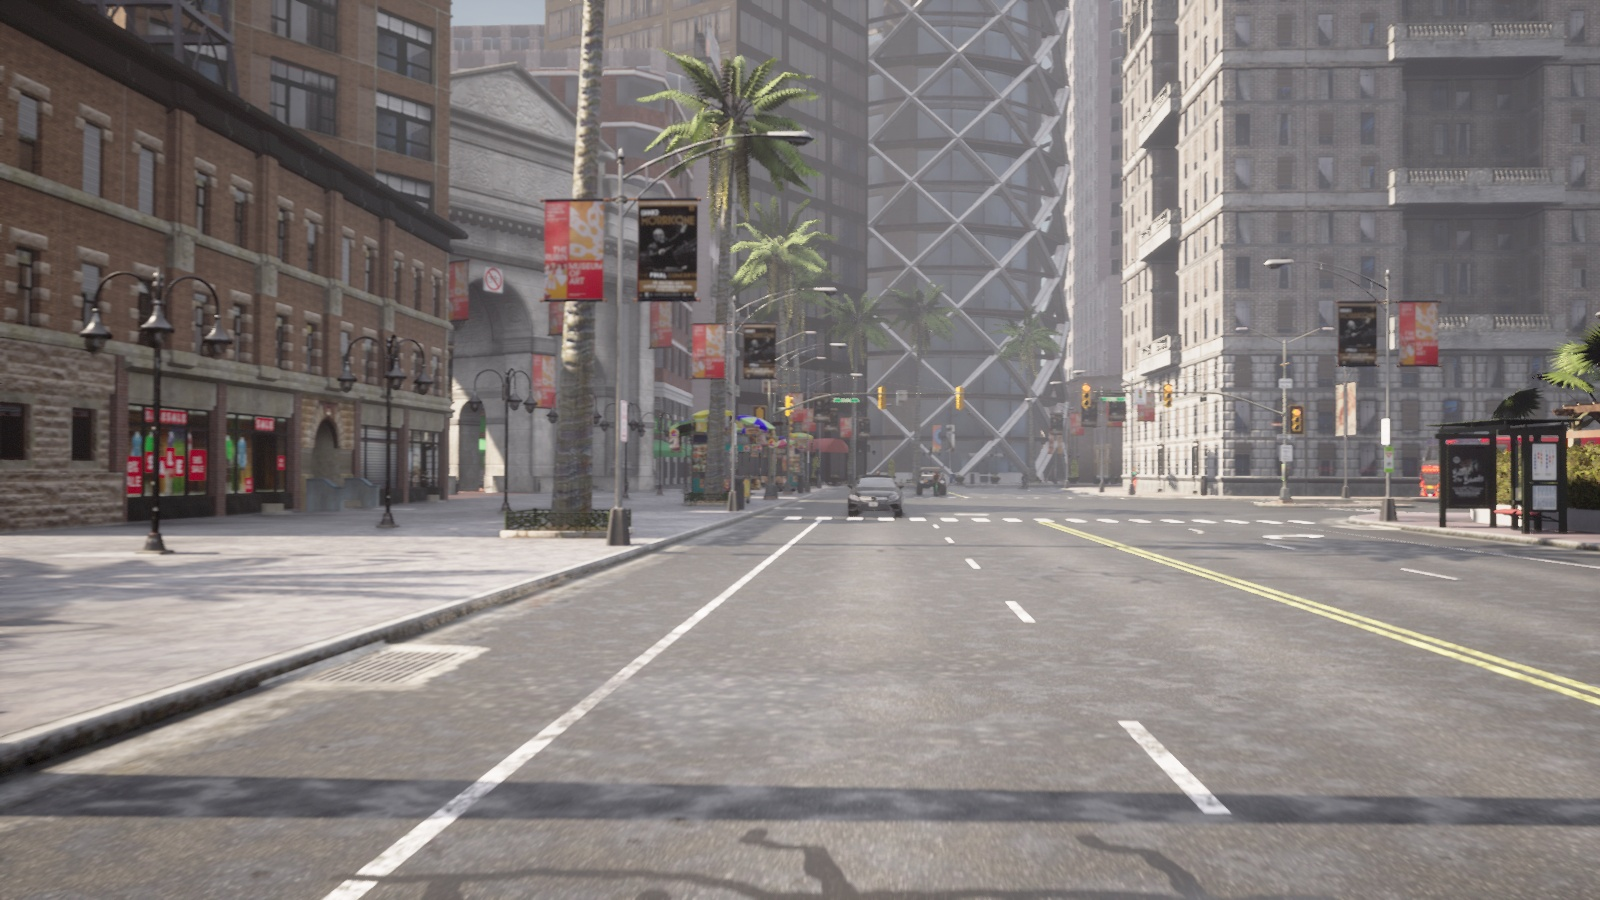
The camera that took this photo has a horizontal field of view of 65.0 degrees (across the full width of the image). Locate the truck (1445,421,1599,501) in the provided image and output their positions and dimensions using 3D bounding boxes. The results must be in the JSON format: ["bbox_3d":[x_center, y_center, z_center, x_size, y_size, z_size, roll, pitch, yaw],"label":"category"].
[{"bbox_3d":[36.820,0.565,61.933,8.468,3.827,2.891,0,-1,3],"label":"truck"}]

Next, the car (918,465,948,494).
[{"bbox_3d":[8.917,1.995,84.424,1.905,1.878,3.866,0,-1,4],"label":"car"}]

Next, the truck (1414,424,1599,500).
[{"bbox_3d":[36.972,0.624,65.429,8.468,3.827,2.891,0,-1,3],"label":"truck"}]

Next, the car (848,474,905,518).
[{"bbox_3d":[2.738,1.570,44.097,1.812,1.442,4.674,0,-1,6],"label":"car"}]
